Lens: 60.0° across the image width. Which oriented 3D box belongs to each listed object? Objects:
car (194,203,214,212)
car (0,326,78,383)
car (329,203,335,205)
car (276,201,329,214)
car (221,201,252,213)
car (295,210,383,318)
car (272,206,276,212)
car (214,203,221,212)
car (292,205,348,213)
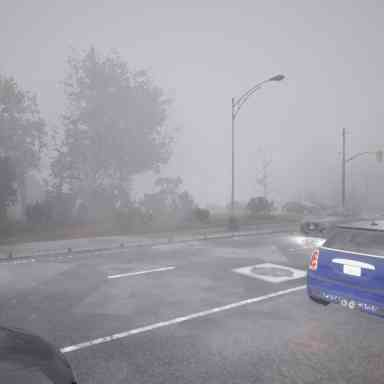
[{"bbox_3d":[1.040,2.608,52.711,1.812,1.442,4.674,0,-3,-32],"label":"car"},{"bbox_3d":[-3.060,1.492,1.563,4.902,1.511,2.128,0,0,-36],"label":"car"},{"bbox_3d":[14.608,1.721,37.637,2.128,1.511,4.902,0,-2,-33],"label":"car"},{"bbox_3d":[11.712,1.724,35.734,1.837,1.490,4.892,0,-1,-29],"label":"car"},{"bbox_3d":[6.387,1.924,44.173,2.097,1.767,4.553,0,-3,-32],"label":"car"},{"bbox_3d":[4.470,1.361,6.892,4.553,1.767,2.097,0,0,-35],"label":"car"},{"bbox_3d":[9.374,2.126,45.995,2.033,1.411,5.357,0,-3,-32],"label":"car"},{"bbox_3d":[3.838,2.599,54.834,2.128,1.511,4.902,0,-3,-32],"label":"car"},{"bbox_3d":[7.685,1.594,17.792,4.181,1.385,1.994,0,0,-34],"label":"car"}]
